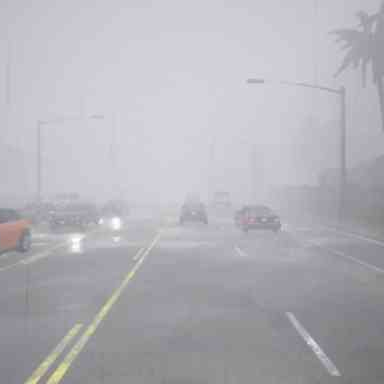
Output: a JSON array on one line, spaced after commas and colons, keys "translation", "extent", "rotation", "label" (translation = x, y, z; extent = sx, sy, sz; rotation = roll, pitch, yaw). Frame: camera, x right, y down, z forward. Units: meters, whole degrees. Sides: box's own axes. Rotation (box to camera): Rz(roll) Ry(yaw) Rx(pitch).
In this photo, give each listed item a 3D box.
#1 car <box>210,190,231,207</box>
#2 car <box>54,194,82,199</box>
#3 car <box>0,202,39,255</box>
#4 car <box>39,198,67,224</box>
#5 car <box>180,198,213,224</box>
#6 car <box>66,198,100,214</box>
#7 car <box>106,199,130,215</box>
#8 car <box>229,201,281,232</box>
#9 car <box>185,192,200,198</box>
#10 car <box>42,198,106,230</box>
[{"translation": [3.558, 0.807, 41.853], "extent": [2.150, 2.045, 5.566], "rotation": [0, 1, 0], "label": "car"}, {"translation": [-10.505, 0.870, 27.673], "extent": [2.097, 1.767, 4.553], "rotation": [0, 1, 0], "label": "car"}, {"translation": [-7.046, 1.310, 10.500], "extent": [2.097, 1.767, 4.553], "rotation": [0, 0, 0], "label": "car"}, {"translation": [-10.504, 1.408, 22.426], "extent": [2.033, 1.411, 5.357], "rotation": [0, 1, 0], "label": "car"}, {"translation": [0.096, 1.387, 23.176], "extent": [2.033, 1.411, 5.357], "rotation": [0, 1, 0], "label": "car"}, {"translation": [-10.506, 1.295, 32.408], "extent": [1.994, 1.385, 4.181], "rotation": [0, 1, 0], "label": "car"}, {"translation": [-7.005, 1.357, 30.337], "extent": [1.895, 1.301, 4.718], "rotation": [0, 1, 0], "label": "car"}, {"translation": [3.596, 1.427, 19.050], "extent": [2.033, 1.411, 5.357], "rotation": [0, 1, 0], "label": "car"}, {"translation": [0.075, 0.874, 46.567], "extent": [2.097, 1.767, 4.553], "rotation": [0, 1, 0], "label": "car"}, {"translation": [-7.004, 1.384, 20.353], "extent": [1.837, 1.490, 4.892], "rotation": [0, 1, 0], "label": "car"}]
